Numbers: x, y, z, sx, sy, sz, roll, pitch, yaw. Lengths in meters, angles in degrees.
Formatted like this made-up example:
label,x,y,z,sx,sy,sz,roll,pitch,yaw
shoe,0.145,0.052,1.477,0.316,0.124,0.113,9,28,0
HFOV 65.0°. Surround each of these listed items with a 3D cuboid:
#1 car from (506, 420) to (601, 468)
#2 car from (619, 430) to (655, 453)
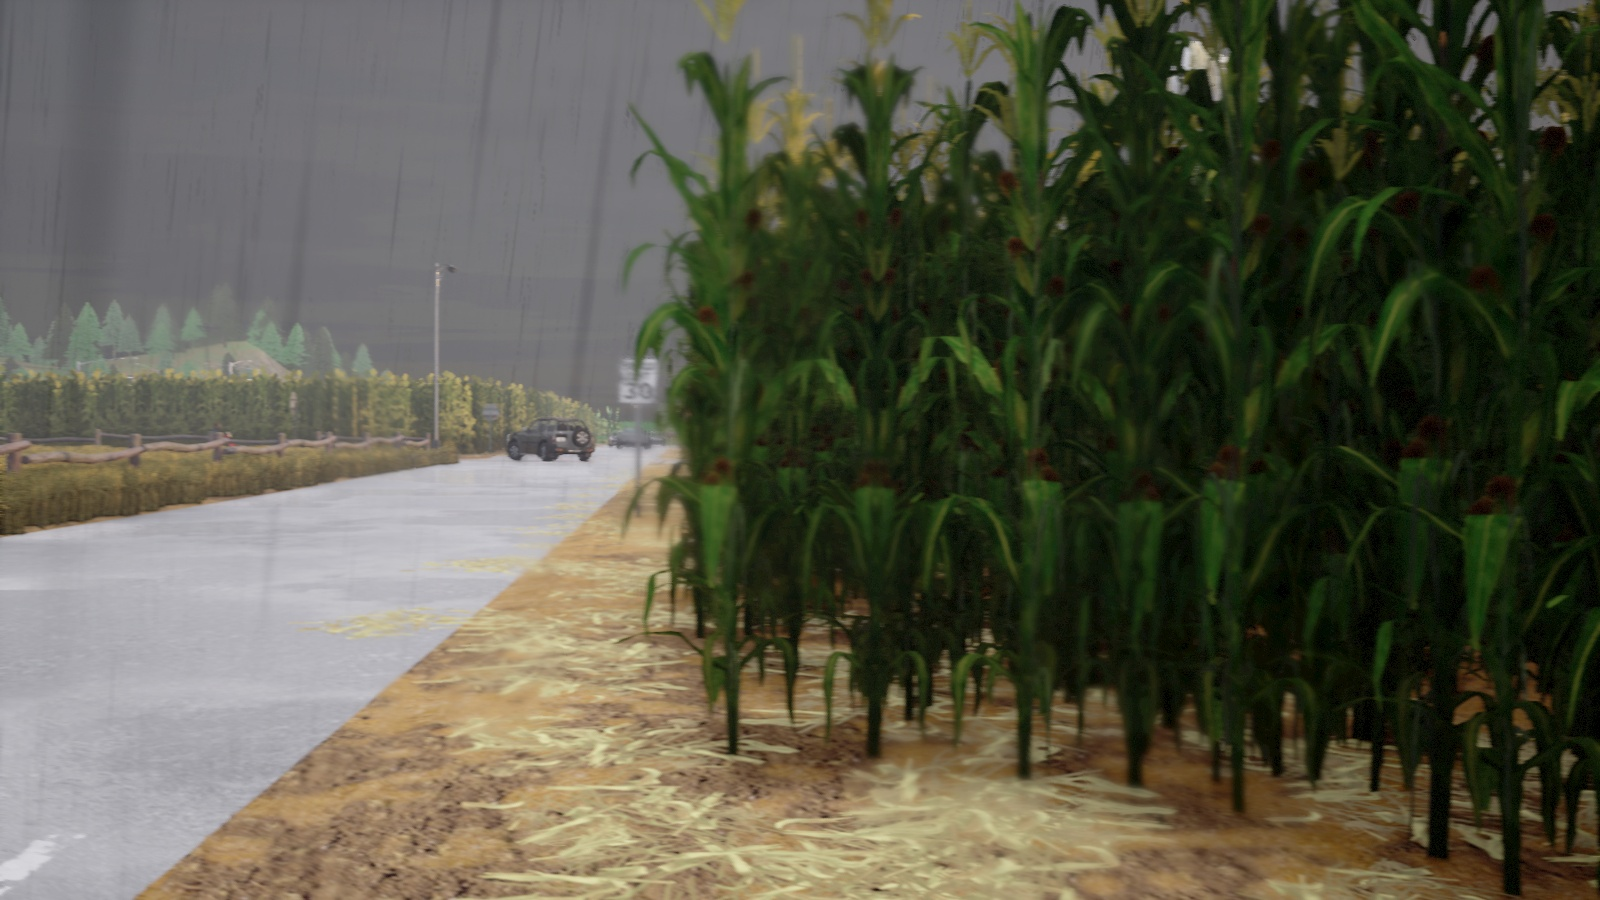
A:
label,x,y,z,sx,sy,sz,roll,pitch,yaw
car,-10.061,-0.254,51.027,1.932,1.855,4.605,0,0,-37
car,-10.176,-0.524,78.535,1.994,1.385,4.181,-1,1,-5
